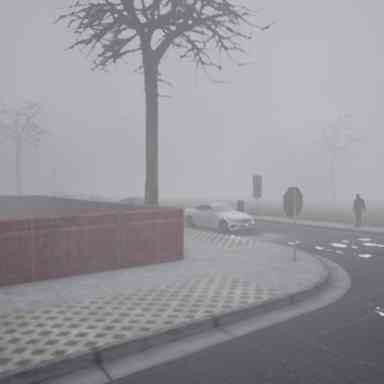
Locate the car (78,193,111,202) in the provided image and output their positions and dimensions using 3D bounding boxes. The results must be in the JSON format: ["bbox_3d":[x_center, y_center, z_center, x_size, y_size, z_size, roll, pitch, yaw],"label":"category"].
[{"bbox_3d":[-9.604,1.016,33.465,1.812,1.442,4.674,0,1,-36],"label":"car"}]

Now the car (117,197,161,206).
[{"bbox_3d":[-4.163,1.112,25.957,1.882,1.535,5.008,0,1,-36],"label":"car"}]

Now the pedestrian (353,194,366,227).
[{"bbox_3d":[8.930,0.954,17.894,0.375,1.860,0.375,1,0,-36],"label":"pedestrian"}]

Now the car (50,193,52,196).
[{"bbox_3d":[-22.612,0.559,56.377,1.837,1.490,4.892,0,1,-36],"label":"car"}]

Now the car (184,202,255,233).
[{"bbox_3d":[1.362,1.305,18.348,1.812,1.442,4.674,0,1,-36],"label":"car"}]

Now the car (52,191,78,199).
[{"bbox_3d":[-15.738,0.926,41.975,1.895,1.301,4.718,0,1,-36],"label":"car"}]

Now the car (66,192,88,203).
[{"bbox_3d":[-16.711,0.780,48.238,1.994,1.385,4.181,0,1,-35],"label":"car"}]
